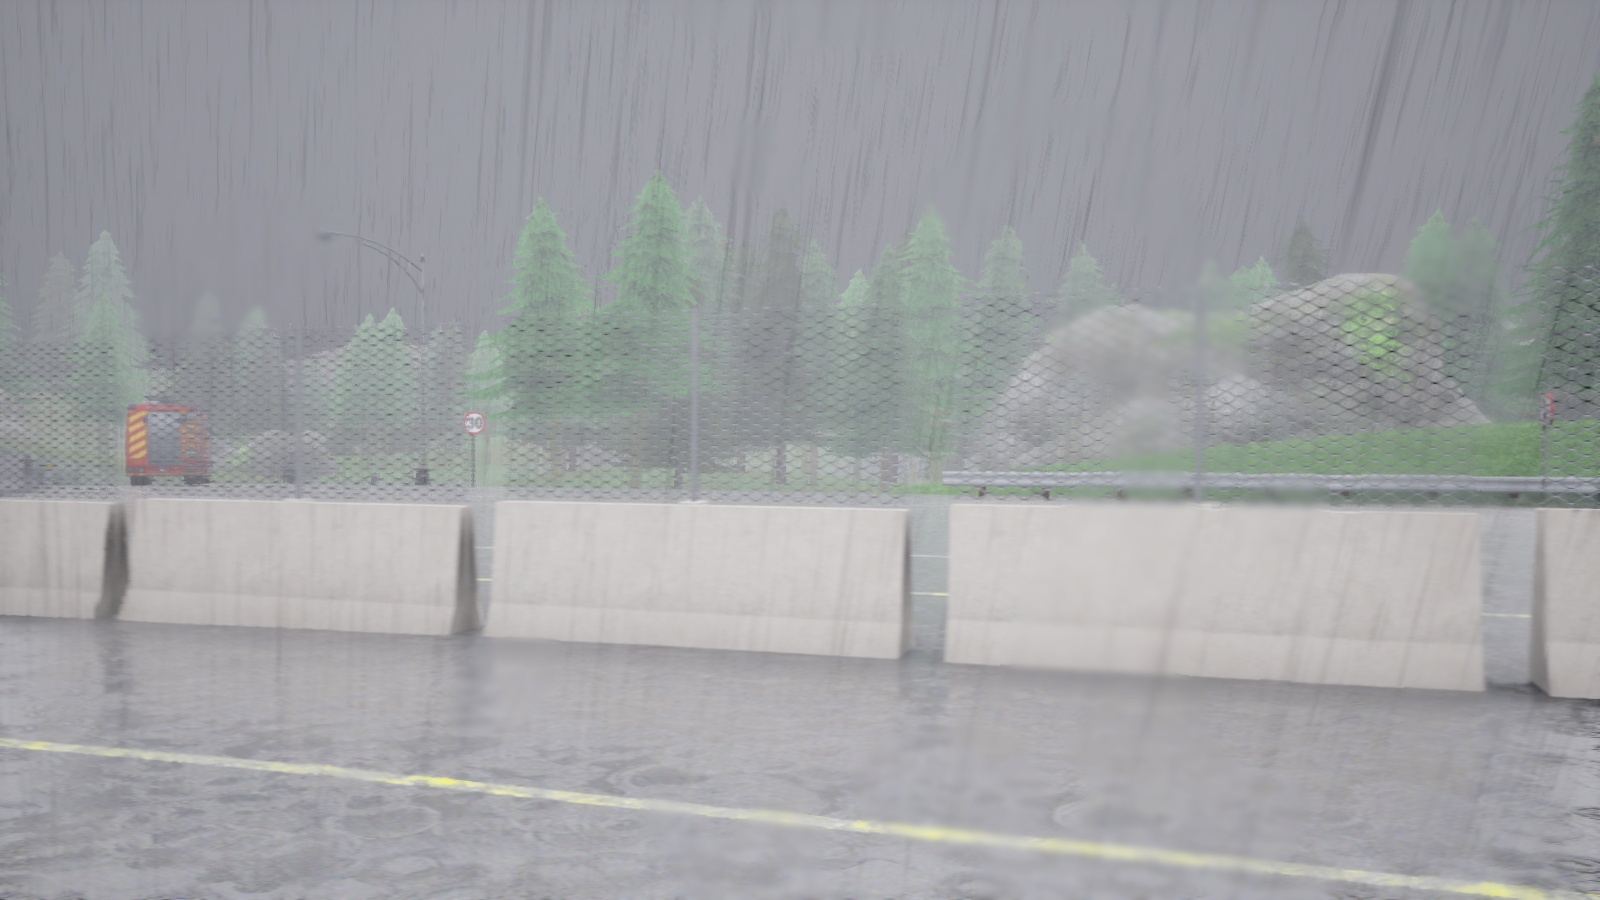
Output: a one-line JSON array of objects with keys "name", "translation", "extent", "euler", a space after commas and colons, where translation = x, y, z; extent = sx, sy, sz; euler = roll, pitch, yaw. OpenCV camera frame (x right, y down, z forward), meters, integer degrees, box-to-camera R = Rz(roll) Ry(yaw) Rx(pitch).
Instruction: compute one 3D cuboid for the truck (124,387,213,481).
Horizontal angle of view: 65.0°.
[{"name": "truck", "translation": [-27.744, -0.586, 55.479], "extent": [2.891, 3.827, 8.468], "euler": [0, -1, -22]}]
